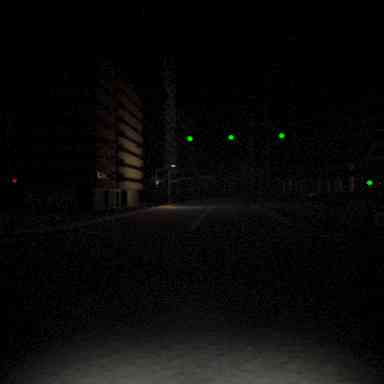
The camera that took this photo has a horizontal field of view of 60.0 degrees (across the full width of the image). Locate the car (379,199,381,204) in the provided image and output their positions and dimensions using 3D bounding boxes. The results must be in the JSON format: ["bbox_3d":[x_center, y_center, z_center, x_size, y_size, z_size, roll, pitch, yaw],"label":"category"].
[{"bbox_3d":[34.385,1.410,58.266,1.970,1.475,3.806,-1,-1,6],"label":"car"}]

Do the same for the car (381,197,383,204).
[{"bbox_3d":[27.125,1.387,43.822,1.970,1.475,3.806,-1,-1,6],"label":"car"}]
